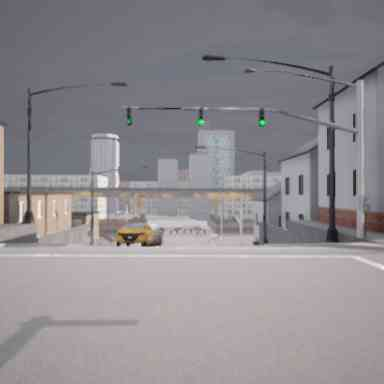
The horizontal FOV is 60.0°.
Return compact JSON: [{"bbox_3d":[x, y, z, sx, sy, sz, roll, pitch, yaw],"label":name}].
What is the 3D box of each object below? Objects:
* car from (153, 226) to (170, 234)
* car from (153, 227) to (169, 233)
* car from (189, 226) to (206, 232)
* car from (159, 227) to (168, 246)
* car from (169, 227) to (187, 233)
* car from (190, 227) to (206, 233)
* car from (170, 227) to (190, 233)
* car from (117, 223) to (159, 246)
[{"bbox_3d":[-8.440,10.469,91.484,4.974,1.542,2.038,-1,-1,43],"label":"car"},{"bbox_3d":[-8.478,10.312,91.521,4.536,1.218,1.853,-1,-1,43],"label":"car"},{"bbox_3d":[1.480,10.321,92.412,4.536,1.218,1.853,0,-1,28],"label":"car"},{"bbox_3d":[-3.726,4.613,32.322,2.128,1.511,4.902,0,-13,-1],"label":"car"},{"bbox_3d":[-3.791,10.312,91.575,4.536,1.218,1.853,0,-1,-37],"label":"car"},{"bbox_3d":[1.526,10.479,92.386,4.974,1.542,2.038,0,-1,28],"label":"car"},{"bbox_3d":[-3.832,10.470,91.542,4.974,1.542,2.038,0,-1,-37],"label":"car"},{"bbox_3d":[-3.631,2.804,22.118,1.882,1.535,5.008,0,-9,1],"label":"car"}]
